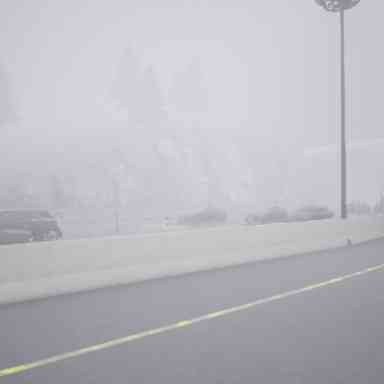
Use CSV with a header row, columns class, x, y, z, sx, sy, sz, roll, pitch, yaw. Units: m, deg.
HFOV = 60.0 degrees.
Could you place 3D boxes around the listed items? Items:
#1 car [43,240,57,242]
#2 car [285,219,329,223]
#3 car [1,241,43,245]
class,x,y,z,sx,sy,sz,roll,pitch,yaw
car,-8.445,1.576,15.218,4.553,1.767,2.097,0,-1,-36
car,8.779,1.772,24.465,4.892,1.490,1.837,1,-1,-41
car,-8.150,1.720,11.075,5.357,1.411,2.033,0,-1,-35
